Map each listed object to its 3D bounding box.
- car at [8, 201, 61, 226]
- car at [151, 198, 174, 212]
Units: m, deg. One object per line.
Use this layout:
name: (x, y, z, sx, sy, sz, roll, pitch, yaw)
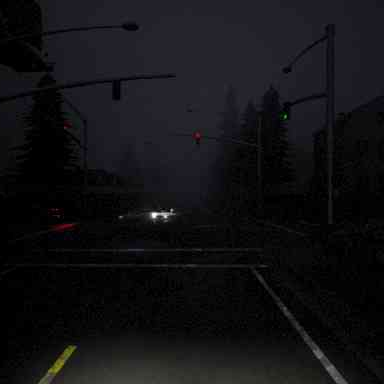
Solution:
car: (-11.070, 1.317, 21.461, 4.902, 1.511, 2.128, 1, 0, -1)
car: (-3.477, 1.564, 38.045, 1.994, 1.385, 4.181, 0, 0, 0)
